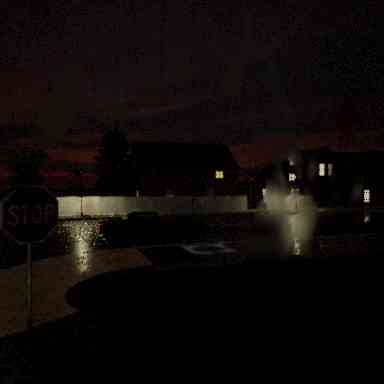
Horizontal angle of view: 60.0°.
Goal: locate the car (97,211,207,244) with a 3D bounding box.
[{"bbox_3d":[-1.758,1.515,14.932,4.718,1.301,1.895,0,0,-19],"label":"car"}]
